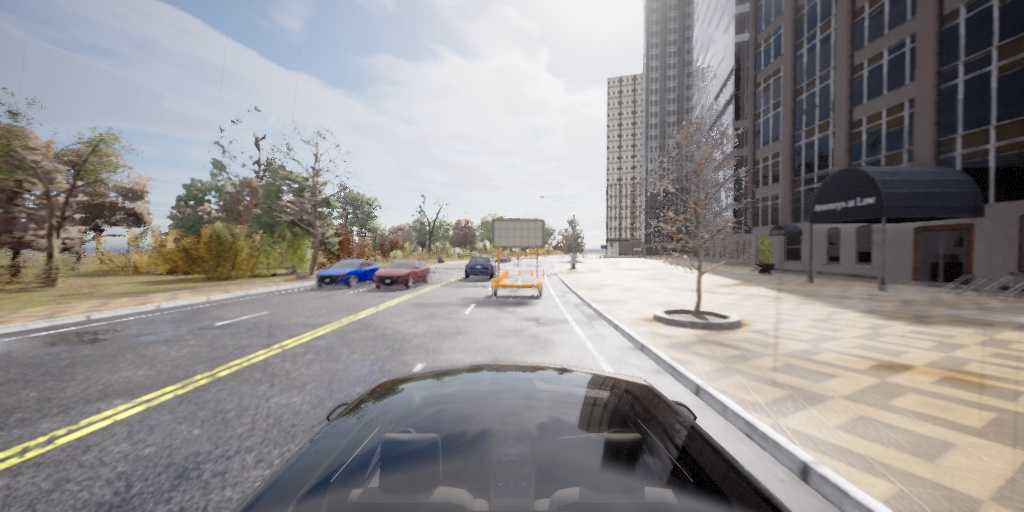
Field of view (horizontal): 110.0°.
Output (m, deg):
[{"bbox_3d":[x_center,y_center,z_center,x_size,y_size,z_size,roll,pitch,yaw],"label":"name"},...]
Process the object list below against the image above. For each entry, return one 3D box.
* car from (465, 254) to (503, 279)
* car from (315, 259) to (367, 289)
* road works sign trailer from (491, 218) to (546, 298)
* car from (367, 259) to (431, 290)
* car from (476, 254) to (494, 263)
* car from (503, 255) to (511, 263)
[{"bbox_3d":[-2.196,0.751,27.388,2.097,1.767,4.553,0,1,4],"label":"car"},{"bbox_3d":[-9.293,0.943,20.806,1.882,1.535,5.008,0,1,3],"label":"car"},{"bbox_3d":[0.287,0.013,16.827,2.380,3.560,2.880,0,0,3],"label":"road works sign trailer"},{"bbox_3d":[-6.060,0.959,20.400,1.882,1.535,5.008,0,1,3],"label":"car"},{"bbox_3d":[-4.649,0.406,62.864,2.128,1.511,4.902,0,1,10],"label":"car"},{"bbox_3d":[-1.457,0.480,62.289,2.033,1.411,5.357,0,1,10],"label":"car"}]
